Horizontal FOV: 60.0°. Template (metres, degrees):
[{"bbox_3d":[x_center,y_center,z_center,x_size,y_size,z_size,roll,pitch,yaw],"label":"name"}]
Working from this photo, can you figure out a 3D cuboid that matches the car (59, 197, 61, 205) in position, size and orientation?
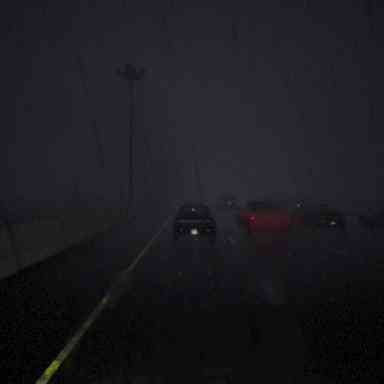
[{"bbox_3d":[-21.053,1.310,50.357,1.812,1.442,4.674,0,-1,0],"label":"car"}]

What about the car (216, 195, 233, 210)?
[{"bbox_3d":[3.609,1.101,34.189,2.097,1.767,4.553,0,0,0],"label":"car"}]

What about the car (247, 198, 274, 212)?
[{"bbox_3d":[7.109,1.311,35.129,1.994,1.385,4.181,0,0,0],"label":"car"}]

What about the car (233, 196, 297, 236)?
[{"bbox_3d":[3.605,1.212,17.408,2.097,1.767,4.553,0,0,0],"label":"car"}]

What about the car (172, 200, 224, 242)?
[{"bbox_3d":[0.103,1.365,15.655,2.128,1.511,4.902,0,0,0],"label":"car"}]

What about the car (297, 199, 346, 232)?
[{"bbox_3d":[7.106,1.372,19.034,1.812,1.442,4.674,0,0,0],"label":"car"}]

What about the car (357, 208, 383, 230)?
[{"bbox_3d":[10.605,1.460,17.433,1.895,1.301,4.718,0,0,0],"label":"car"}]
